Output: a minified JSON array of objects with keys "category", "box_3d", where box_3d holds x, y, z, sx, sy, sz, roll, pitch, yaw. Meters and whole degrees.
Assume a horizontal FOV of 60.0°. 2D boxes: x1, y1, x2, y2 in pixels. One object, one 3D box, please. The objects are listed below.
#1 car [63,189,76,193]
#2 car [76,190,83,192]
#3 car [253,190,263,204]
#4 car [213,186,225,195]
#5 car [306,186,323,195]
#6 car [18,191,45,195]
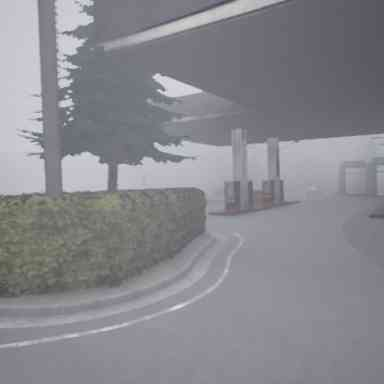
[{"category":"car","box_3d":[-25.148,0.504,64.689,3.866,1.878,1.905,-1,2,35]},{"category":"car","box_3d":[-23.796,0.420,67.292,4.605,1.855,1.932,-1,2,35]},{"category":"car","box_3d":[7.056,0.483,37.132,1.882,1.535,5.008,-1,2,36]},{"category":"car","box_3d":[6.519,-0.278,64.622,5.027,1.636,2.152,-1,2,35]},{"category":"car","box_3d":[20.424,-0.332,55.656,1.812,1.442,4.674,-1,2,35]},{"category":"car","box_3d":[-15.765,0.893,34.376,3.866,1.878,1.905,-1,2,35]}]
